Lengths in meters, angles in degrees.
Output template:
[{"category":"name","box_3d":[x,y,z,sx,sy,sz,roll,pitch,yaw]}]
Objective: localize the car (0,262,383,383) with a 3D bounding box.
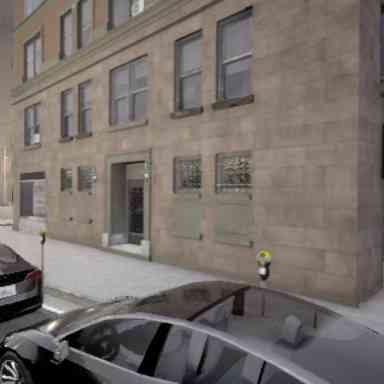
[{"category":"car","box_3d":[-0.080,1.569,3.131,4.313,1.339,1.947,0,1,36]}]

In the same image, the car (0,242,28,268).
[{"category":"car","box_3d":[-4.562,1.580,6.331,4.313,1.339,1.947,0,1,36]}]
